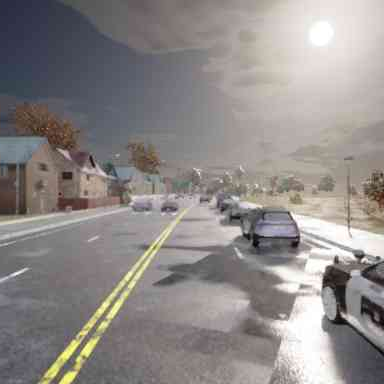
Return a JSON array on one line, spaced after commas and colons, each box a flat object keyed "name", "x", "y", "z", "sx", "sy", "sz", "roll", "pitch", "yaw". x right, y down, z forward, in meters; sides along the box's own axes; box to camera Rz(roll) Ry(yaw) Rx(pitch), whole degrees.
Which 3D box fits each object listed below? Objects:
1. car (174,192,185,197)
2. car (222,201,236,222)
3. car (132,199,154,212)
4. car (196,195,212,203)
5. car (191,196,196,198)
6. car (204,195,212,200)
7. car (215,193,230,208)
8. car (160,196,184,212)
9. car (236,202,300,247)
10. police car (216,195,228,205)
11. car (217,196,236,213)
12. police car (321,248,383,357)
[{"name": "car", "x": -2.950, "y": 0.878, "z": 79.479, "sx": 2.150, "sy": 2.045, "sz": 5.566, "roll": 0, "pitch": 0, "yaw": 5}, {"name": "car", "x": 3.654, "y": 1.601, "z": 25.993, "sx": 1.895, "sy": 1.301, "sz": 4.718, "roll": 0, "pitch": 0, "yaw": 2}, {"name": "car", "x": -5.703, "y": 1.532, "z": 38.791, "sx": 1.812, "sy": 1.442, "sz": 4.674, "roll": 0, "pitch": 0, "yaw": 3}, {"name": "car", "x": 2.581, "y": 1.331, "z": 67.755, "sx": 2.097, "sy": 1.767, "sz": 4.553, "roll": 0, "pitch": 0, "yaw": 5}, {"name": "car", "x": 0.290, "y": 1.188, "z": 79.223, "sx": 2.033, "sy": 1.411, "sz": 5.357, "roll": 0, "pitch": 0, "yaw": 5}, {"name": "car", "x": 4.261, "y": 1.392, "z": 87.516, "sx": 2.033, "sy": 1.411, "sz": 5.357, "roll": 0, "pitch": 0, "yaw": 6}, {"name": "car", "x": 4.574, "y": 1.226, "z": 47.862, "sx": 2.150, "sy": 2.045, "sz": 5.566, "roll": 0, "pitch": 0, "yaw": 3}, {"name": "car", "x": -2.473, "y": 1.552, "z": 38.557, "sx": 2.033, "sy": 1.411, "sz": 5.357, "roll": 0, "pitch": 0, "yaw": 3}, {"name": "car", "x": 3.390, "y": 1.432, "z": 15.022, "sx": 2.033, "sy": 1.649, "sz": 4.856, "roll": 0, "pitch": 0, "yaw": 1}, {"name": "police car", "x": 5.236, "y": 1.435, "z": 58.866, "sx": 1.930, "sy": 1.638, "sz": 5.238, "roll": 0, "pitch": 0, "yaw": 4}, {"name": "car", "x": 4.046, "y": 1.479, "z": 36.900, "sx": 1.882, "sy": 1.535, "sz": 5.008, "roll": 0, "pitch": 0, "yaw": 2}, {"name": "police car", "x": 3.262, "y": 1.427, "z": 4.189, "sx": 1.930, "sy": 1.638, "sz": 5.238, "roll": 0, "pitch": 0, "yaw": 0}]
